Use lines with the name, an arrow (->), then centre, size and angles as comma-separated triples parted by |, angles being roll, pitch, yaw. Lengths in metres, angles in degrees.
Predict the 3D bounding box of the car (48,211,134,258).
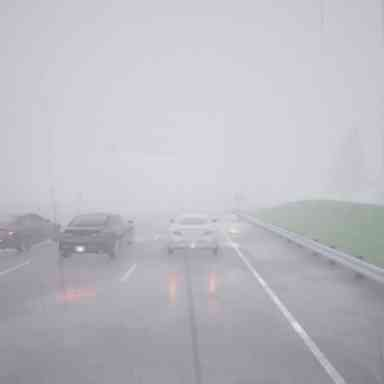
car -> -3.455, 1.508, 12.760 | 1.837, 1.490, 4.892 | 0, 0, 1

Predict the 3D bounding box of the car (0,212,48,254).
car -> -6.948, 1.527, 13.446 | 1.812, 1.442, 4.674 | 0, 0, 1

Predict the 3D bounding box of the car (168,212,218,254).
car -> 0.052, 1.528, 13.395 | 1.812, 1.442, 4.674 | 0, 0, 1
